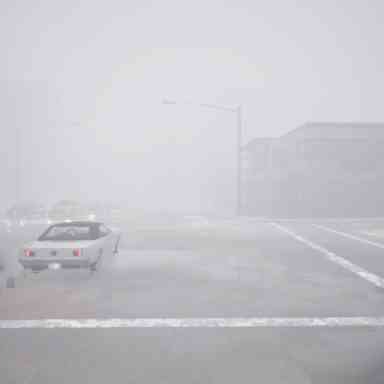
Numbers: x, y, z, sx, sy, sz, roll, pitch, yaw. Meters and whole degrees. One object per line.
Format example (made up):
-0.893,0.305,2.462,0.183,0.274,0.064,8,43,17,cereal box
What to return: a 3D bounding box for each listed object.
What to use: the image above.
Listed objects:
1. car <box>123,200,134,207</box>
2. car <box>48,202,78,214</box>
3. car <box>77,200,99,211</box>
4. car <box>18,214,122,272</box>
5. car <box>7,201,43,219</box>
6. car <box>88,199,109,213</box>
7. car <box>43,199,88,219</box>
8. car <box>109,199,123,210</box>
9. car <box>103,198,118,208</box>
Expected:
-12.823,2.320,66.674,1.837,1.490,4.892,0,-1,-2,car
-15.342,1.849,39.693,1.895,1.301,4.718,0,-1,-2,car
-15.761,1.965,50.653,1.882,1.535,5.008,0,-1,-2,car
-3.581,1.618,10.798,1.895,1.301,4.718,0,0,-1,car
-14.980,1.596,30.429,2.128,1.511,4.902,0,-1,-2,car
-11.836,1.735,39.596,2.128,1.511,4.902,0,-1,-2,car
-11.480,1.456,30.550,2.097,1.767,4.553,0,-1,-2,car
-12.252,2.013,50.800,1.812,1.442,4.674,0,-1,-2,car
-16.324,2.173,66.635,2.097,1.767,4.553,0,-1,-2,car
